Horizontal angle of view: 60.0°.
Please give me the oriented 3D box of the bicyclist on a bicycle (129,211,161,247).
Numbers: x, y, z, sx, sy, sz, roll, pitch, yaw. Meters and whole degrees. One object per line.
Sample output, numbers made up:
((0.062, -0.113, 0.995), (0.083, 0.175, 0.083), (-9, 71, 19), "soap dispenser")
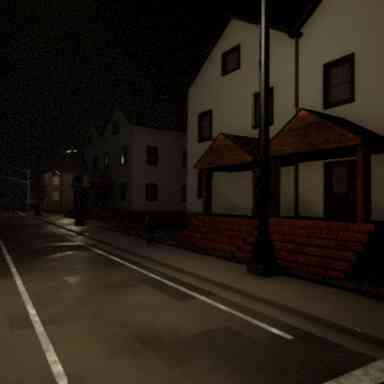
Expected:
((-2.158, 1.725, 15.571), (1.656, 1.620, 0.582), (2, -2, -32), "bicyclist on a bicycle")
